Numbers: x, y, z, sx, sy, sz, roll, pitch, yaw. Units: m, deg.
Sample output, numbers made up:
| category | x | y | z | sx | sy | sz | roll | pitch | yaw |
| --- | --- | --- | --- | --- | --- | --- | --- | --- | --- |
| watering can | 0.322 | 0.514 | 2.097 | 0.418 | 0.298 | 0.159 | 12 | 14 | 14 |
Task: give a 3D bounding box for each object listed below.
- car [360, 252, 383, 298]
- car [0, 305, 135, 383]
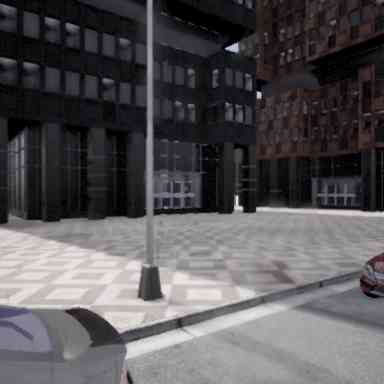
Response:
| category | x | y | z | sx | sy | sz | roll | pitch | yaw |
| --- | --- | --- | --- | --- | --- | --- | --- | --- | --- |
| car | 5.625 | 1.537 | 7.378 | 4.674 | 1.442 | 1.812 | 0 | 0 | -36 |
| car | -2.618 | 1.491 | 1.507 | 4.902 | 1.511 | 2.128 | 0 | 0 | -36 |
